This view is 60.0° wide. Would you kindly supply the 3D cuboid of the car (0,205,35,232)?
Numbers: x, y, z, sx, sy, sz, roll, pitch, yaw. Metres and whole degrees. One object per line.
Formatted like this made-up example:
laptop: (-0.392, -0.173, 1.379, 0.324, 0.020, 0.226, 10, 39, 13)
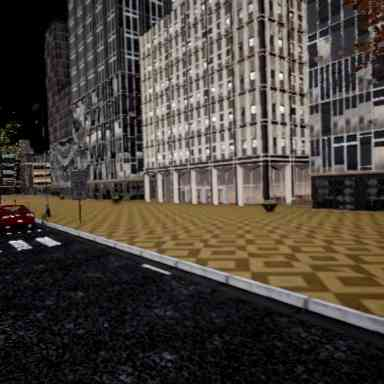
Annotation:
car: (-10.360, 1.399, 19.230, 1.887, 1.381, 4.507, -3, 2, -37)
